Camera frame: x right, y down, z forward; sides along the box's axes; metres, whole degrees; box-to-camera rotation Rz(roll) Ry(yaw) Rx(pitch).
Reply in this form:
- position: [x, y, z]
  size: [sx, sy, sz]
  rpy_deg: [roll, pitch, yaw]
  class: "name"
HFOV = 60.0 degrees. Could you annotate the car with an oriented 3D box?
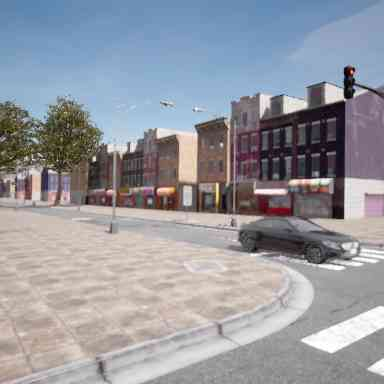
- position: [3.631, 1.608, 12.144]
  size: [1.812, 1.442, 4.674]
  rpy_deg: [1, -2, -35]
  class: "car"
